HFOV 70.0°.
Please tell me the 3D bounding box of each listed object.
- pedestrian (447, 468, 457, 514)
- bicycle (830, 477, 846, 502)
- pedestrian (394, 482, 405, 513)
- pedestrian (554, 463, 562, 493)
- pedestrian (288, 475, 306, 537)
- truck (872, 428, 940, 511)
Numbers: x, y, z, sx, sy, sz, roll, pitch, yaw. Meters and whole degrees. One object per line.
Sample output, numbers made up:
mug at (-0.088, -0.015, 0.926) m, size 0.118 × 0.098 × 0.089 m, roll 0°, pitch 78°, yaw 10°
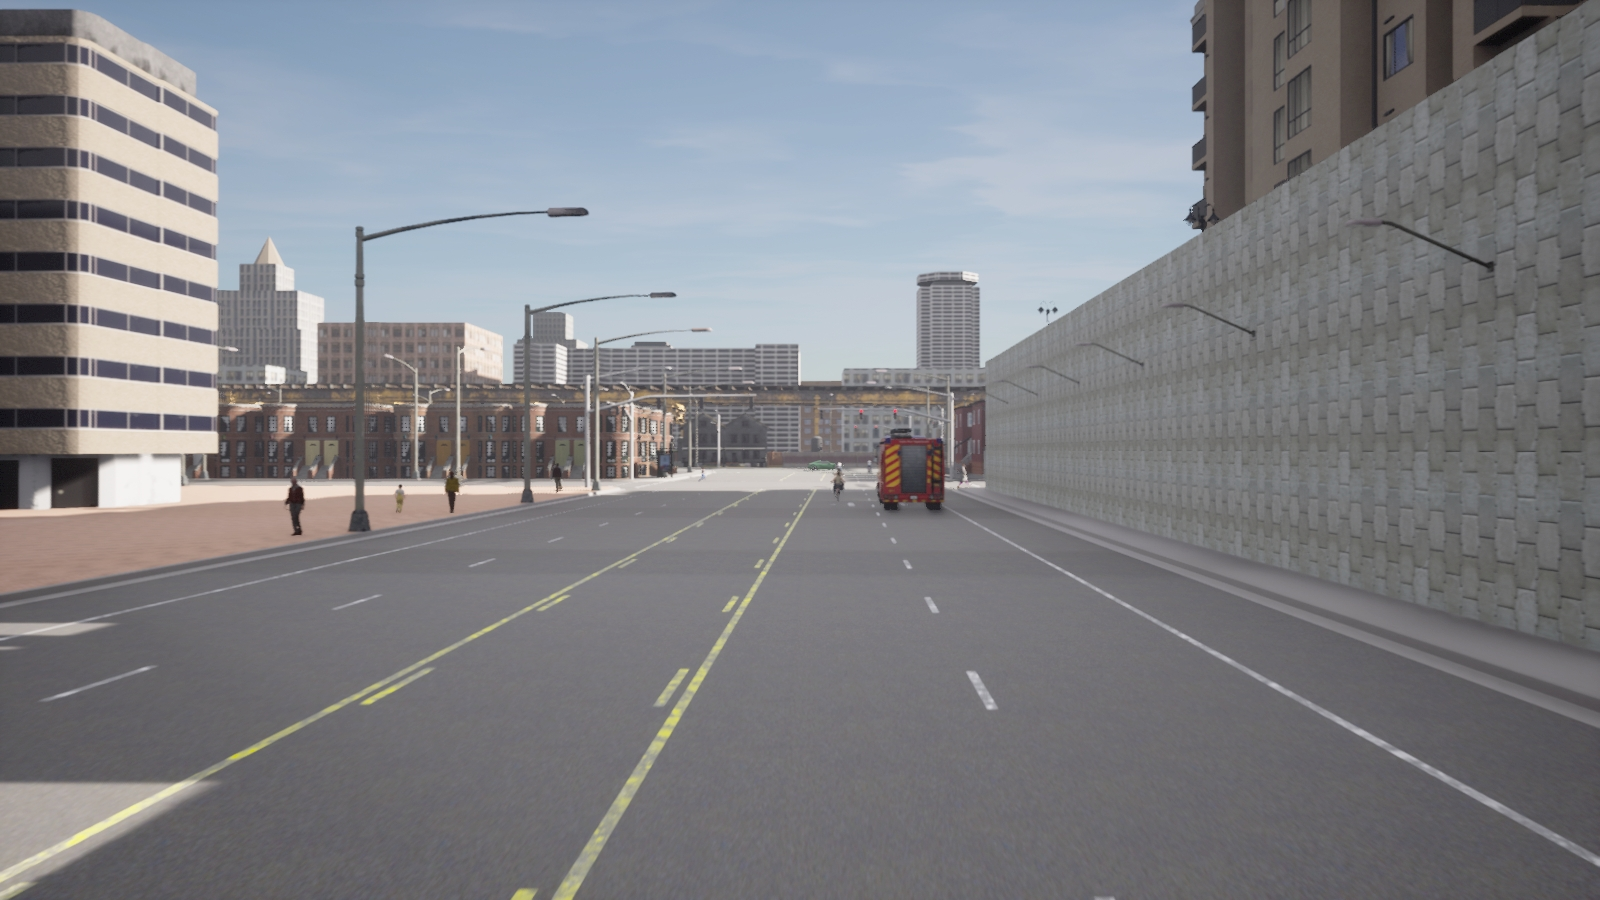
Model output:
pedestrian at (-14.355, 1.694, 47.110) m, size 0.375 × 1.860 × 0.375 m, roll 0°, pitch 0°, yaw -13°
bicycle at (2.086, 2.145, 62.571) m, size 0.859 × 1.301 × 1.487 m, roll 0°, pitch 0°, yaw 2°
pedestrian at (-16.834, 1.990, 48.000) m, size 0.375 × 1.300 × 0.375 m, roll 0°, pitch 0°, yaw -8°
pedestrian at (-14.747, 1.695, 69.620) m, size 0.375 × 1.860 × 0.375 m, roll 0°, pitch 0°, yaw 5°
pedestrian at (-15.362, 1.696, 34.871) m, size 0.375 × 1.860 × 0.375 m, roll 0°, pitch 0°, yaw 2°
truck at (5.145, 0.890, 57.028) m, size 2.891 × 3.827 × 8.468 m, roll 0°, pitch 0°, yaw 2°
